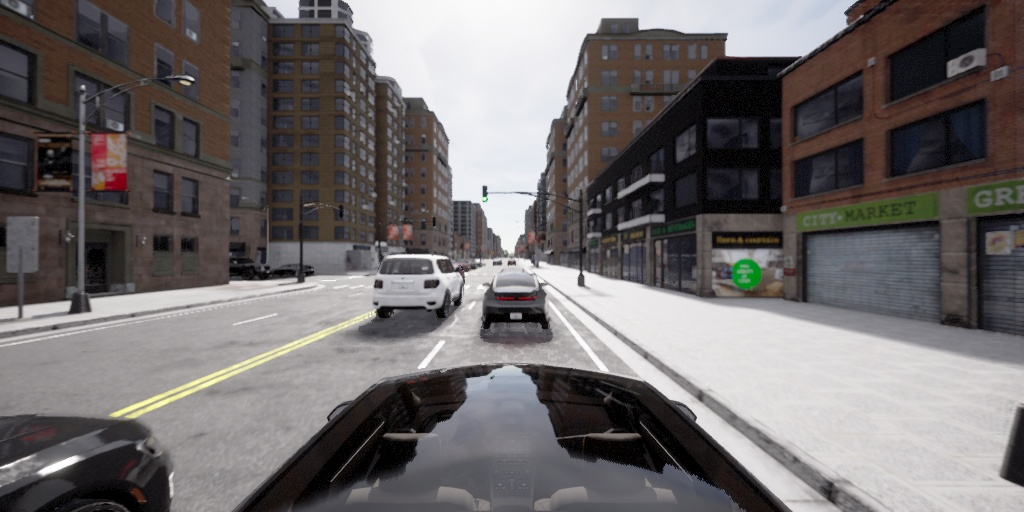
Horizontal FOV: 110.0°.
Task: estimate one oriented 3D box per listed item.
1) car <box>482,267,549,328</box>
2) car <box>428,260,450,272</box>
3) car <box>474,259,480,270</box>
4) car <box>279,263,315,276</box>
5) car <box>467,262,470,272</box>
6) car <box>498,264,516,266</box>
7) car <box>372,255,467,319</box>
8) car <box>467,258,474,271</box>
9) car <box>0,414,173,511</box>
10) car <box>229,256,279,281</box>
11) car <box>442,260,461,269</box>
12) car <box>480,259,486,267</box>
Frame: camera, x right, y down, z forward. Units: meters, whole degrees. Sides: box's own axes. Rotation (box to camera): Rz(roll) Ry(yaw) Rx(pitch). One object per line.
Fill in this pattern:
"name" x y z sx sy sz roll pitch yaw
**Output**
"car" 0.100 1.266 11.477 1.837 1.490 4.892 0 0 0
"car" -9.854 1.294 48.757 1.882 1.535 5.008 0 0 0
"car" -6.591 1.180 55.321 2.097 1.767 4.553 0 0 0
"car" -22.155 1.380 35.982 4.313 1.339 1.948 0 0 0
"car" -4.889 1.306 26.951 1.812 1.442 4.674 1 0 -22
"car" 0.068 1.377 23.026 1.895 1.301 4.718 0 0 0
"car" -3.147 0.984 13.007 2.150 2.045 5.566 0 0 0
"car" -6.604 1.165 46.449 2.097 1.767 4.553 0 0 0
"car" -3.149 1.255 0.318 1.837 1.490 4.892 0 0 0
"car" -23.493 1.001 30.509 5.566 2.045 2.150 0 0 0
"car" -9.825 1.381 58.561 2.033 1.411 5.357 0 0 0
"car" -6.524 1.338 65.133 2.128 1.511 4.902 0 0 1
